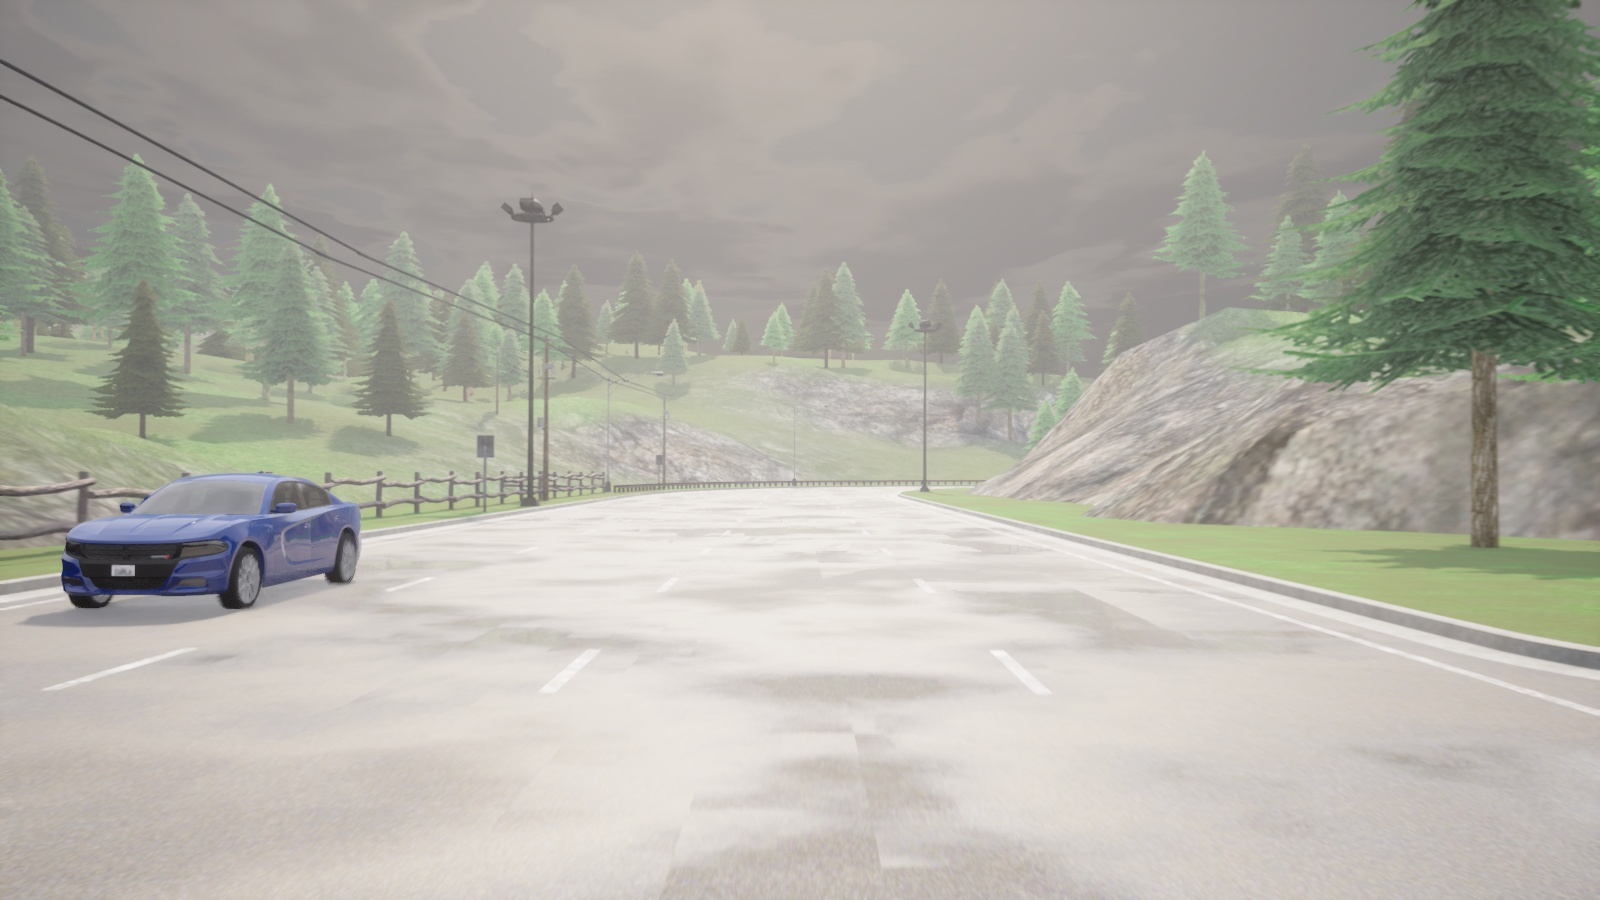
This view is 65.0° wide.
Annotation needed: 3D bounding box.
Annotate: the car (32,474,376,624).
[{"bbox_3d":[-7.037,1.081,15.556,1.882,1.535,5.008,0,-1,0],"label":"car"}]
